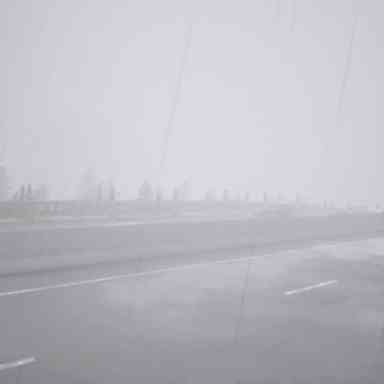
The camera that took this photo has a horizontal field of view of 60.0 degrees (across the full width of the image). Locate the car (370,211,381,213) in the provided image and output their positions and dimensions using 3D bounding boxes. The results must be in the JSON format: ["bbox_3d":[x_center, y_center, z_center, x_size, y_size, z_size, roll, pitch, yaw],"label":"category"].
[{"bbox_3d":[18.521,2.109,30.083,4.718,1.301,1.895,3,-2,-35],"label":"car"}]

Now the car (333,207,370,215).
[{"bbox_3d":[15.824,2.070,32.459,4.718,1.301,1.895,3,-2,-35],"label":"car"}]

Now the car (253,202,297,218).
[{"bbox_3d":[7.790,1.743,31.025,4.892,1.490,1.837,1,-1,-35],"label":"car"}]
